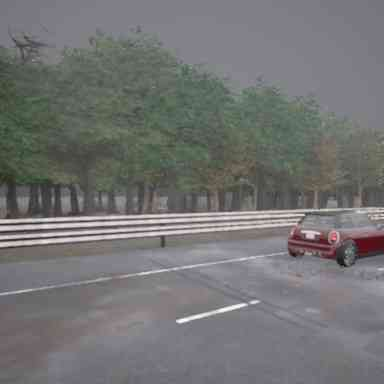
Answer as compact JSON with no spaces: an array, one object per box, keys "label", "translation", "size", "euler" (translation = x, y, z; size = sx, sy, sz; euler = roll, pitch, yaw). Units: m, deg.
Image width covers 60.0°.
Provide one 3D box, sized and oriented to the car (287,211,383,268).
[{"label":"car","translation":[5.564,1.477,12.016],"size":[4.553,1.767,2.097],"euler":[1,0,-36]}]
